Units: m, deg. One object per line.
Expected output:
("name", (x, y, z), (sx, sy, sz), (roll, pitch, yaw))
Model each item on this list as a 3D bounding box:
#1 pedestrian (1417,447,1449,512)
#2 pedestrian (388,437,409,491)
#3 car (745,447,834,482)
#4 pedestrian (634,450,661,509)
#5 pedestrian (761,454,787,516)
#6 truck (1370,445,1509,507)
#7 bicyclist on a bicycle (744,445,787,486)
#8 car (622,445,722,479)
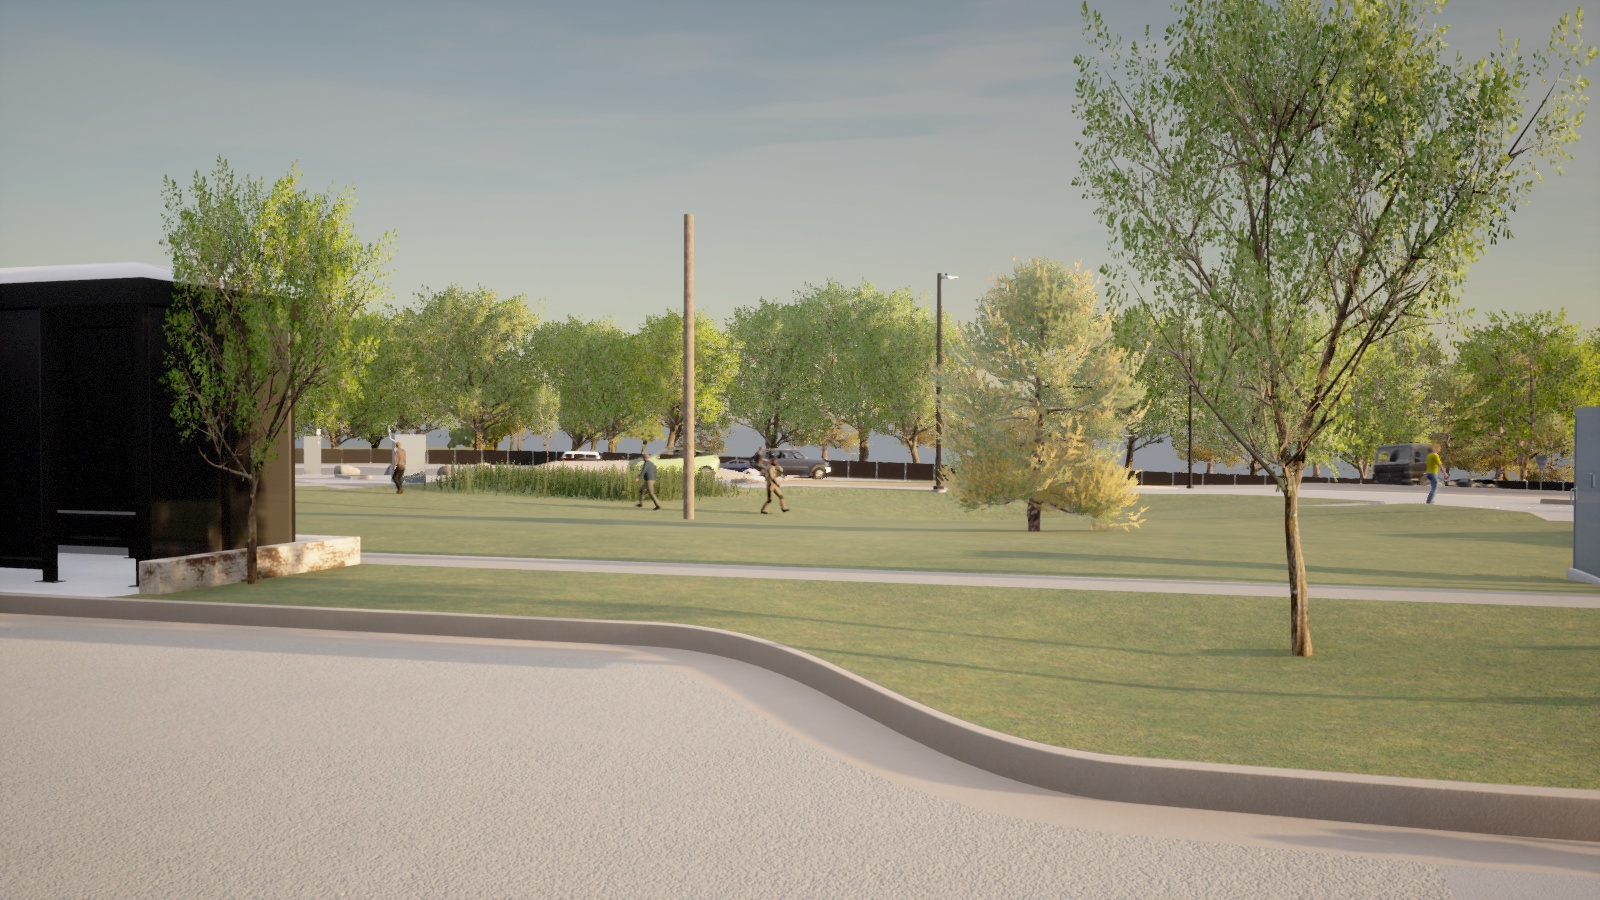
("pedestrian", (18.097, 0.835, 35.897), (0.706, 1.836, 0.354), (1, 1, 3))
("pedestrian", (-13.664, 0.470, 42.765), (0.634, 1.846, 0.331), (1, 1, 25))
("car", (-0.594, 0.821, 70.668), (4.605, 1.855, 1.932), (2, -1, -25))
("pedestrian", (-4.813, 0.937, 39.679), (0.726, 1.842, 0.402), (1, 1, 17))
("pedestrian", (-0.822, 1.112, 39.672), (0.692, 1.930, 0.396), (1, 1, 16))
("truck", (38.918, 1.641, 76.473), (7.936, 3.462, 2.891), (2, -4, -21))
("bicyclist on a bicycle", (-1.541, 0.702, 56.109), (1.843, 1.776, 0.659), (1, 1, -5))
("car", (-6.269, 0.569, 61.609), (4.514, 1.525, 2.007), (1, 1, -18))
